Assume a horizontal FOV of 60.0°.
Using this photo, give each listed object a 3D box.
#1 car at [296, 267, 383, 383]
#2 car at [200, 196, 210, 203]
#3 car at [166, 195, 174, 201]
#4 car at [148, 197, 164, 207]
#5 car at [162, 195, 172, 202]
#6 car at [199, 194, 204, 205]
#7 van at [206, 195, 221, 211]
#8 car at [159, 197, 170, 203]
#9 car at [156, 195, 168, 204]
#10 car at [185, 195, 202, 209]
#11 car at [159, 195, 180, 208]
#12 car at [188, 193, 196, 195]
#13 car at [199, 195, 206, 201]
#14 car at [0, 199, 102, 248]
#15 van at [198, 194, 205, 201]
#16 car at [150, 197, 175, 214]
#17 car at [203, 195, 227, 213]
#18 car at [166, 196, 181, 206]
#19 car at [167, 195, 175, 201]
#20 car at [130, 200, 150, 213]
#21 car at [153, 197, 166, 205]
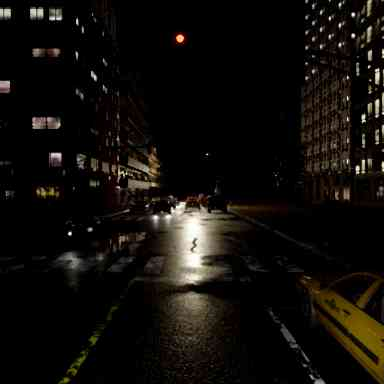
[{"bbox_3d":[2.686,1.525,4.140,1.752,1.417,4.829,0,0,0],"label":"car"},{"bbox_3d":[2.676,1.601,69.542,1.887,1.381,4.507,0,0,0],"label":"car"},{"bbox_3d":[-5.706,1.611,85.951,1.752,1.417,4.829,0,0,0],"label":"car"},{"bbox_3d":[-5.701,1.580,52.961,2.008,1.369,4.403,0,0,0],"label":"car"},{"bbox_3d":[-5.705,1.505,75.068,1.967,1.590,4.097,0,0,0],"label":"car"},{"bbox_3d":[2.677,1.353,58.488,2.192,1.841,5.009,0,0,0],"label":"car"},{"bbox_3d":[2.679,1.357,41.908,1.690,1.788,3.998,0,0,0],"label":"van"},{"bbox_3d":[-5.704,1.638,69.541,1.802,1.307,4.206,0,0,0],"label":"car"},{"bbox_3d":[-5.704,1.487,64.014,1.967,1.590,4.097,0,0,0],"label":"car"},{"bbox_3d":[0.090,1.498,45.855,1.882,1.535,5.008,0,0,0],"label":"car"},{"bbox_3d":[-3.095,1.567,45.418,2.033,1.411,5.357,0,0,0],"label":"car"},{"bbox_3d":[0.002,1.275,66.587,2.150,2.045,5.566,0,0,0],"label":"car"},{"bbox_3d":[2.674,1.612,86.292,1.752,1.417,4.829,0,0,0],"label":"car"},{"bbox_3d":[-6.827,1.320,15.503,5.566,2.045,2.150,-1,-1,27],"label":"car"},{"bbox_3d":[2.672,1.439,91.648,1.690,1.788,3.998,0,0,0],"label":"van"},{"bbox_3d":[-3.127,1.558,35.290,2.033,1.411,5.357,0,0,-4],"label":"car"},{"bbox_3d":[2.680,1.326,36.383,2.192,1.841,5.009,0,0,0],"label":"car"},{"bbox_3d":[-3.053,1.525,55.611,2.128,1.511,4.902,0,0,0],"label":"car"},{"bbox_3d":[-5.707,1.642,91.647,1.887,1.381,4.507,0,0,0],"label":"car"},{"bbox_3d":[-5.698,1.562,36.381,2.008,1.369,4.403,0,0,0],"label":"car"},{"bbox_3d":[-5.702,1.582,58.487,1.887,1.381,4.507,0,0,0],"label":"car"}]
